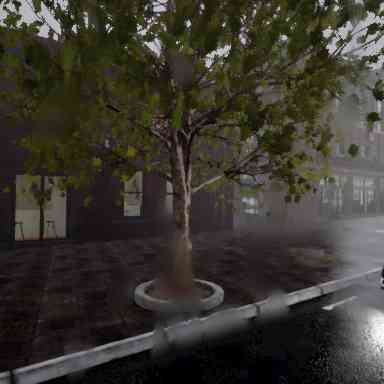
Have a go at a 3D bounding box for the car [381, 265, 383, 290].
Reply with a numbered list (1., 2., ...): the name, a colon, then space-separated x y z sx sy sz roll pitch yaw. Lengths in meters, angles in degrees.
1. car: 6.162 1.506 7.581 4.892 1.490 1.837 0 0 -36
